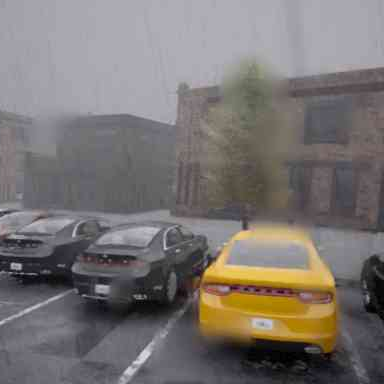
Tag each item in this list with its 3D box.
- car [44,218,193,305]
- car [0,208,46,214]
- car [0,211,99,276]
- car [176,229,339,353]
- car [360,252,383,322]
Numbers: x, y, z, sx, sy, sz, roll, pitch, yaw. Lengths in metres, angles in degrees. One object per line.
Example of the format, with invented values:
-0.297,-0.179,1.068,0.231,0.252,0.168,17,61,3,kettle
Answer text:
-0.889,1.439,8.068,2.231,1.521,4.892,0,-1,15,car
-5.666,1.403,11.475,2.097,1.535,5.008,1,0,15,car
-3.278,1.422,9.768,2.231,1.521,4.892,0,-1,15,car
1.506,1.455,6.368,2.097,1.535,5.008,0,-1,15,car
3.890,1.349,4.643,2.185,1.767,4.553,0,-1,16,car
